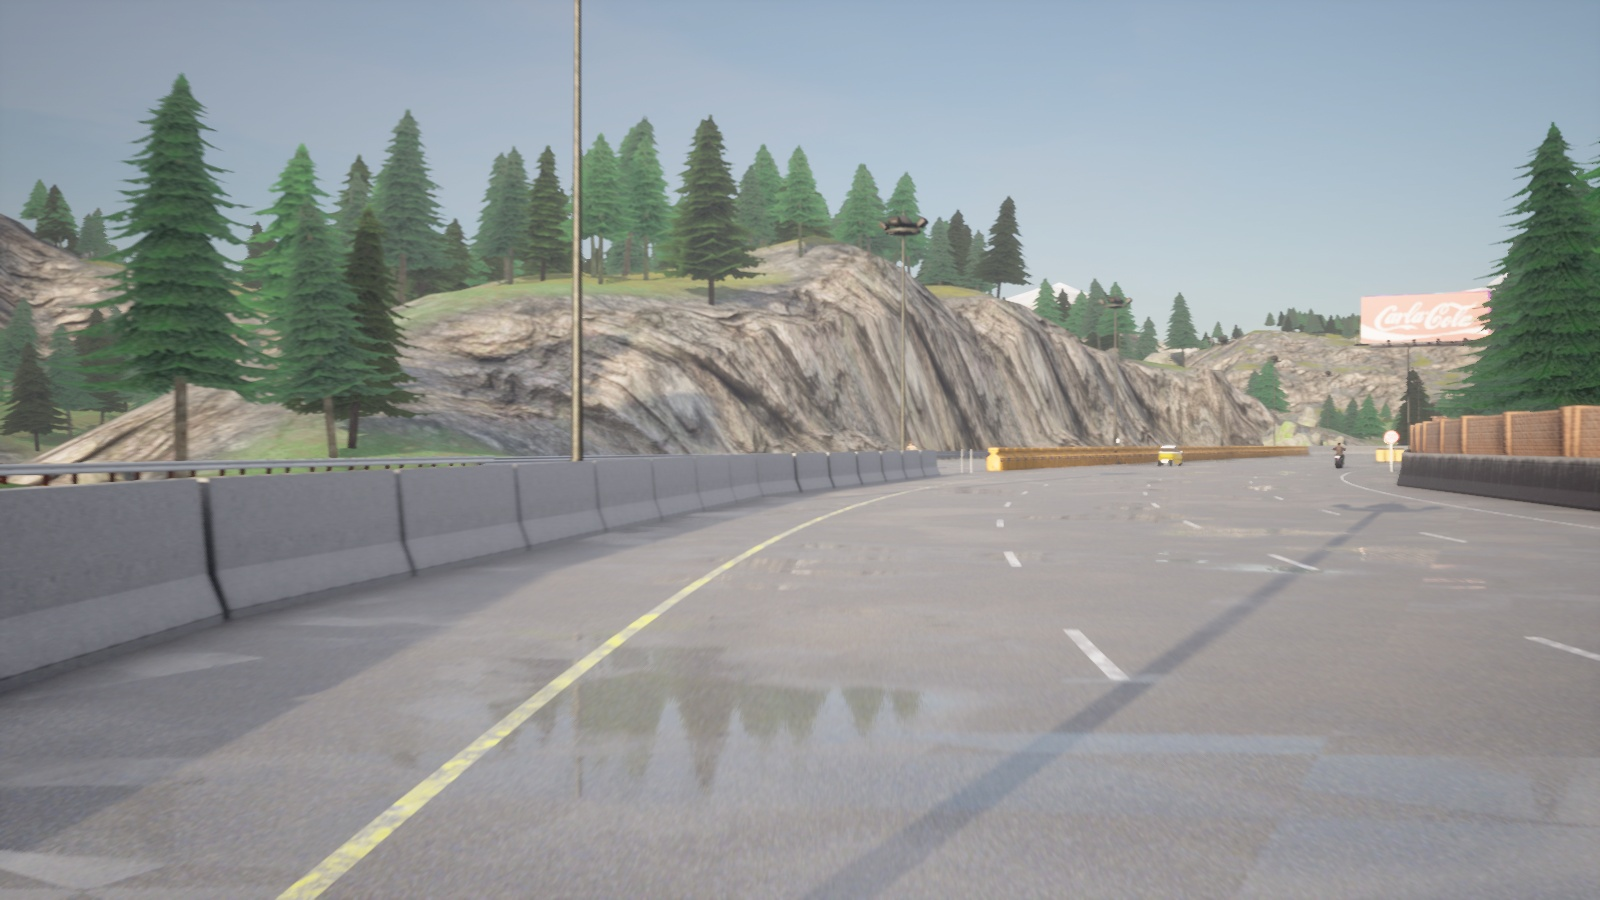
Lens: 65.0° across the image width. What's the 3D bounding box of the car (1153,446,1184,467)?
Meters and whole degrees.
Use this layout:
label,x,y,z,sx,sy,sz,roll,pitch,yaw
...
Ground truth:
label,x,y,z,sx,sy,sz,roll,pitch,yaw
car,24.223,0.421,82.567,1.481,1.376,2.207,0,1,30
